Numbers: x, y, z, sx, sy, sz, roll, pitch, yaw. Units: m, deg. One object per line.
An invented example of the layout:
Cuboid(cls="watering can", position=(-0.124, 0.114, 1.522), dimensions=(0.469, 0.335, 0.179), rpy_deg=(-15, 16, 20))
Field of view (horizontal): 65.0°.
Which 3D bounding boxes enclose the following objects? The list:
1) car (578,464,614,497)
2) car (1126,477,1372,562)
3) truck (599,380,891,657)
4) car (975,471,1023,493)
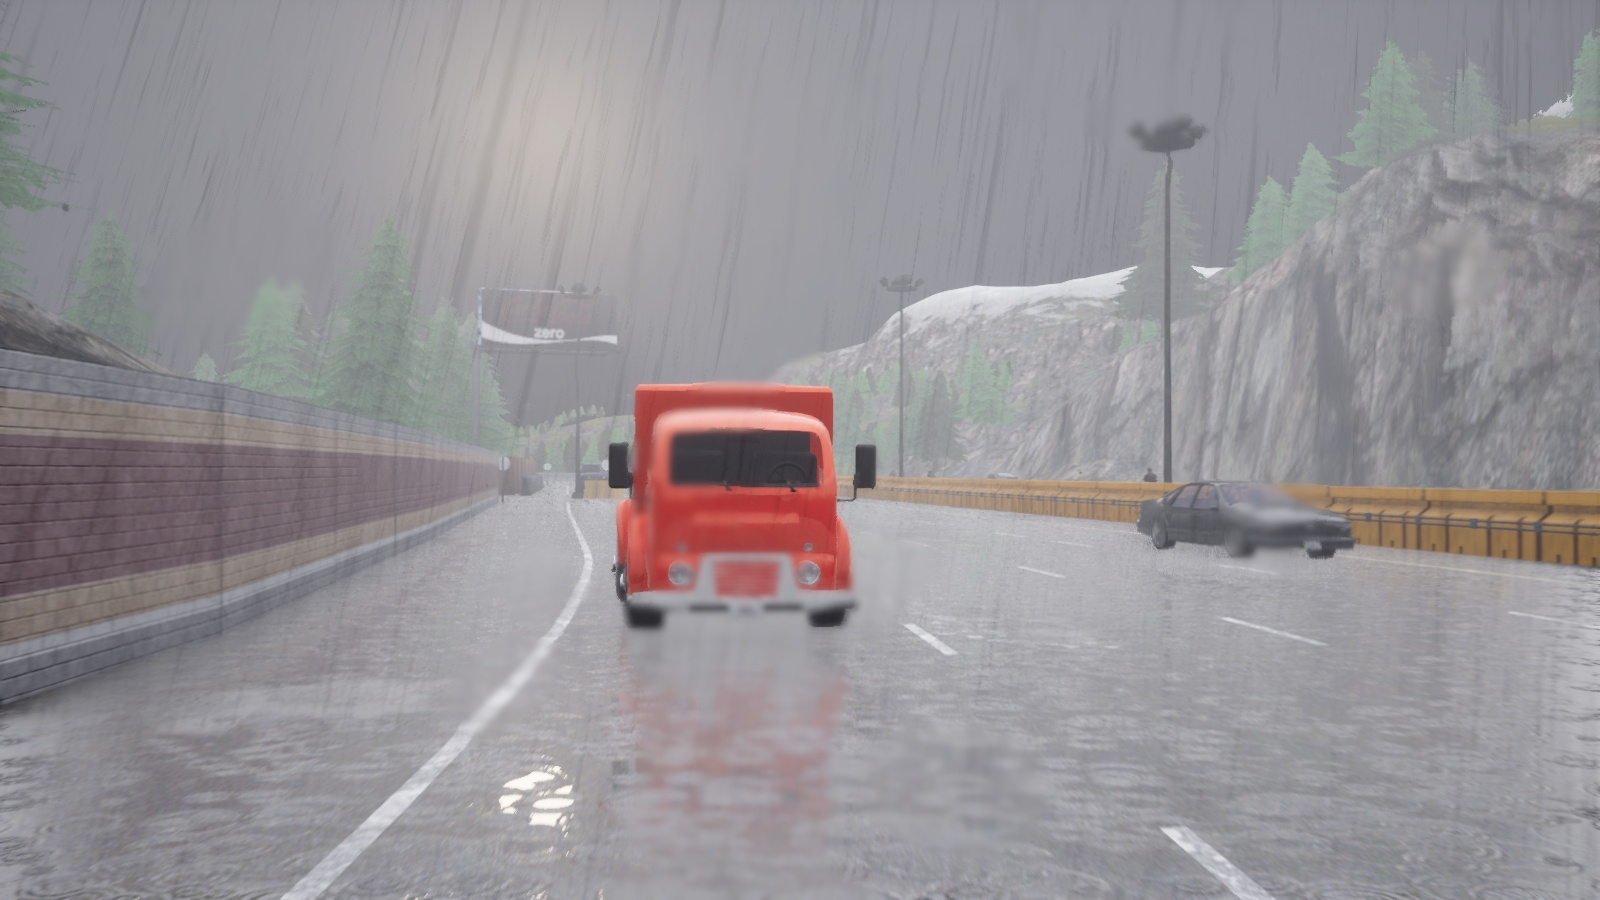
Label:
Cuboid(cls="car", position=(-13.163, 1.941, 80.797), dimensions=(2.150, 2.045, 5.566), rpy_deg=(0, -1, -11))
Cuboid(cls="car", position=(8.379, 1.231, 24.112), dimensions=(2.033, 1.411, 5.357), rpy_deg=(0, -1, -10))
Cuboid(cls="truck", position=(-0.779, 0.523, 13.908), dimensions=(2.627, 2.467, 5.204), rpy_deg=(0, 2, -7))
Cuboid(cls="car", position=(13.941, 2.238, 88.197), dimensions=(1.837, 1.490, 4.892), rpy_deg=(0, -1, -11))
